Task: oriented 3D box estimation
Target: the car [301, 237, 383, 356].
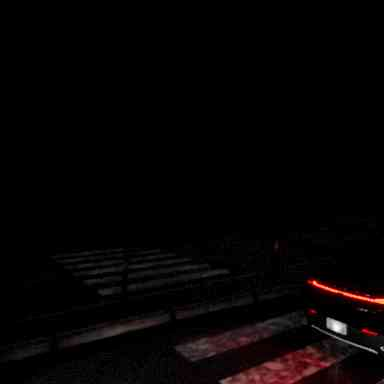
[{"bbox_3d":[4.003,1.519,5.583,4.892,1.490,1.837,0,-1,-30],"label":"car"}]
